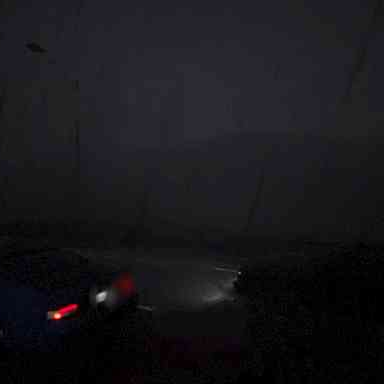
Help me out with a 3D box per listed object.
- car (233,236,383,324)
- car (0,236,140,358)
[{"bbox_3d":[3.442,1.500,5.726,5.357,1.411,2.033,0,0,34],"label":"car"},{"bbox_3d":[-3.531,1.513,5.728,5.357,1.411,2.033,0,0,25],"label":"car"}]
